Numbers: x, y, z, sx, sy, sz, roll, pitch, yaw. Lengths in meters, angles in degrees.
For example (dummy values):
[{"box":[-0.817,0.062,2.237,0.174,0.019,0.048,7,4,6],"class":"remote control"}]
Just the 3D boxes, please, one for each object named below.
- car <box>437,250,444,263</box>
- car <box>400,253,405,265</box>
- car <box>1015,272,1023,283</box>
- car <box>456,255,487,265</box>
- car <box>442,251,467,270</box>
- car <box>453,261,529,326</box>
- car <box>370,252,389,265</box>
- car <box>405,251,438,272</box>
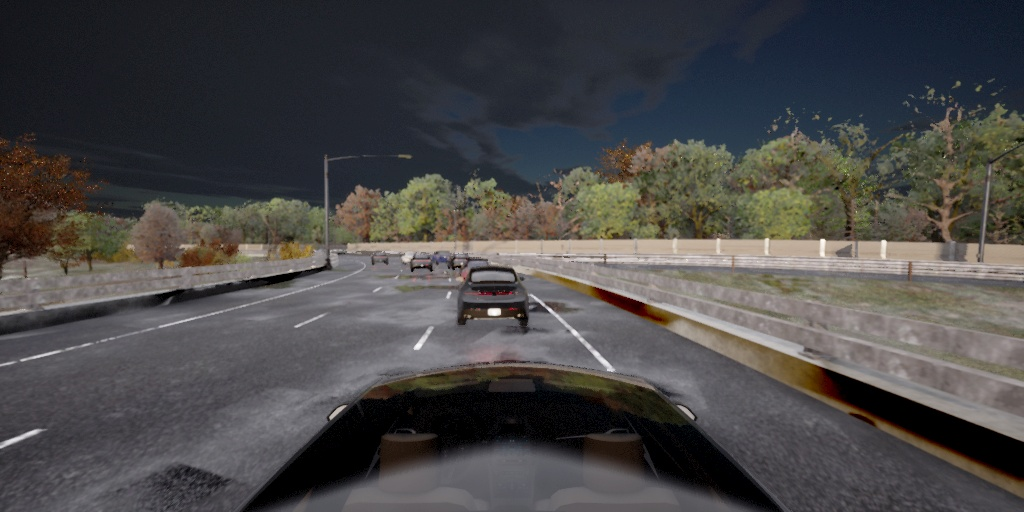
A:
[{"box":[-8.660,0.115,43.929,2.097,1.767,4.553,-1,1,-22],"class":"car"},{"box":[-12.707,0.279,44.609,1.812,1.442,4.674,-1,2,-23],"class":"car"},{"box":[39.063,1.455,24.872,5.008,1.535,1.882,4,3,29],"class":"car"},{"box":[-2.133,0.849,21.537,1.994,1.385,4.181,0,1,-10],"class":"car"},{"box":[-4.924,0.500,33.367,2.128,1.511,4.902,0,1,-17],"class":"car"},{"box":[-0.631,1.039,10.781,1.837,1.490,4.892,0,1,-5],"class":"car"},{"box":[-16.241,0.265,43.985,2.128,1.511,4.902,-1,2,-23],"class":"car"},{"box":[-8.178,0.534,32.110,2.128,1.511,4.902,0,1,-17],"class":"car"}]
